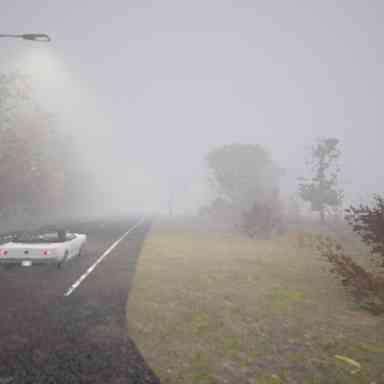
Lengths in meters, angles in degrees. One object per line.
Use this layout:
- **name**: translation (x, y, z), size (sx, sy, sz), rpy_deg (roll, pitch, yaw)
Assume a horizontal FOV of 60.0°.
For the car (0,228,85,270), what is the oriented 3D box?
- **car**: translation (-5.357, 1.999, 12.503), size (1.895, 1.301, 4.718), rpy_deg (2, -2, -7)
